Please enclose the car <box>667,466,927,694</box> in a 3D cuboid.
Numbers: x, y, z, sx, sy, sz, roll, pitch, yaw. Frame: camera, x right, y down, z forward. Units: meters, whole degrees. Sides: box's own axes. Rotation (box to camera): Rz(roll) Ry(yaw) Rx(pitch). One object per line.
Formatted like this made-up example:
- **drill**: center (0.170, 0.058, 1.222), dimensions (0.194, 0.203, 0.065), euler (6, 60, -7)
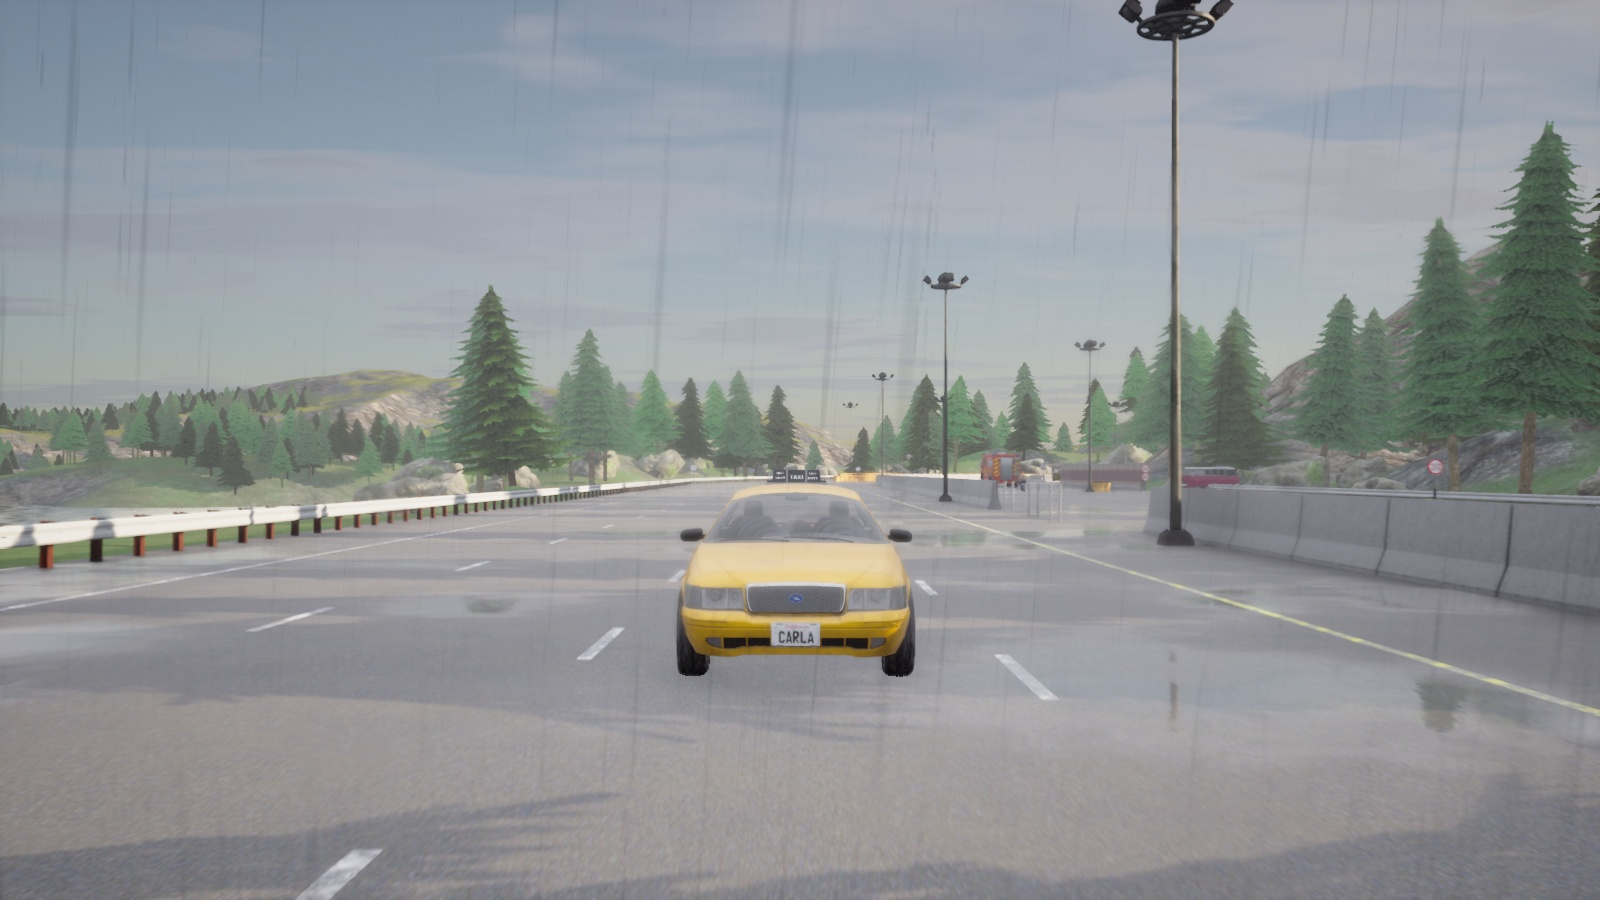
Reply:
- **car**: center (-0.026, 0.945, 11.397), dimensions (1.801, 1.575, 5.366), euler (0, -1, 0)
